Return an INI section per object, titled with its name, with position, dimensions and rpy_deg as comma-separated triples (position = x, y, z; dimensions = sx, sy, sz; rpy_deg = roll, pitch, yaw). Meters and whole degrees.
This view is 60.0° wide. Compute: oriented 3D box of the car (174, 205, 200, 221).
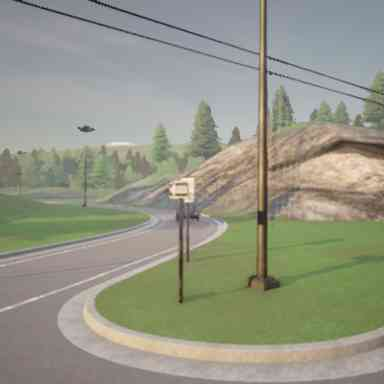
[car]
position = -0.473, 1.720, 28.166
dimensions = 1.895, 1.301, 4.718
rpy_deg = 0, 0, -5
